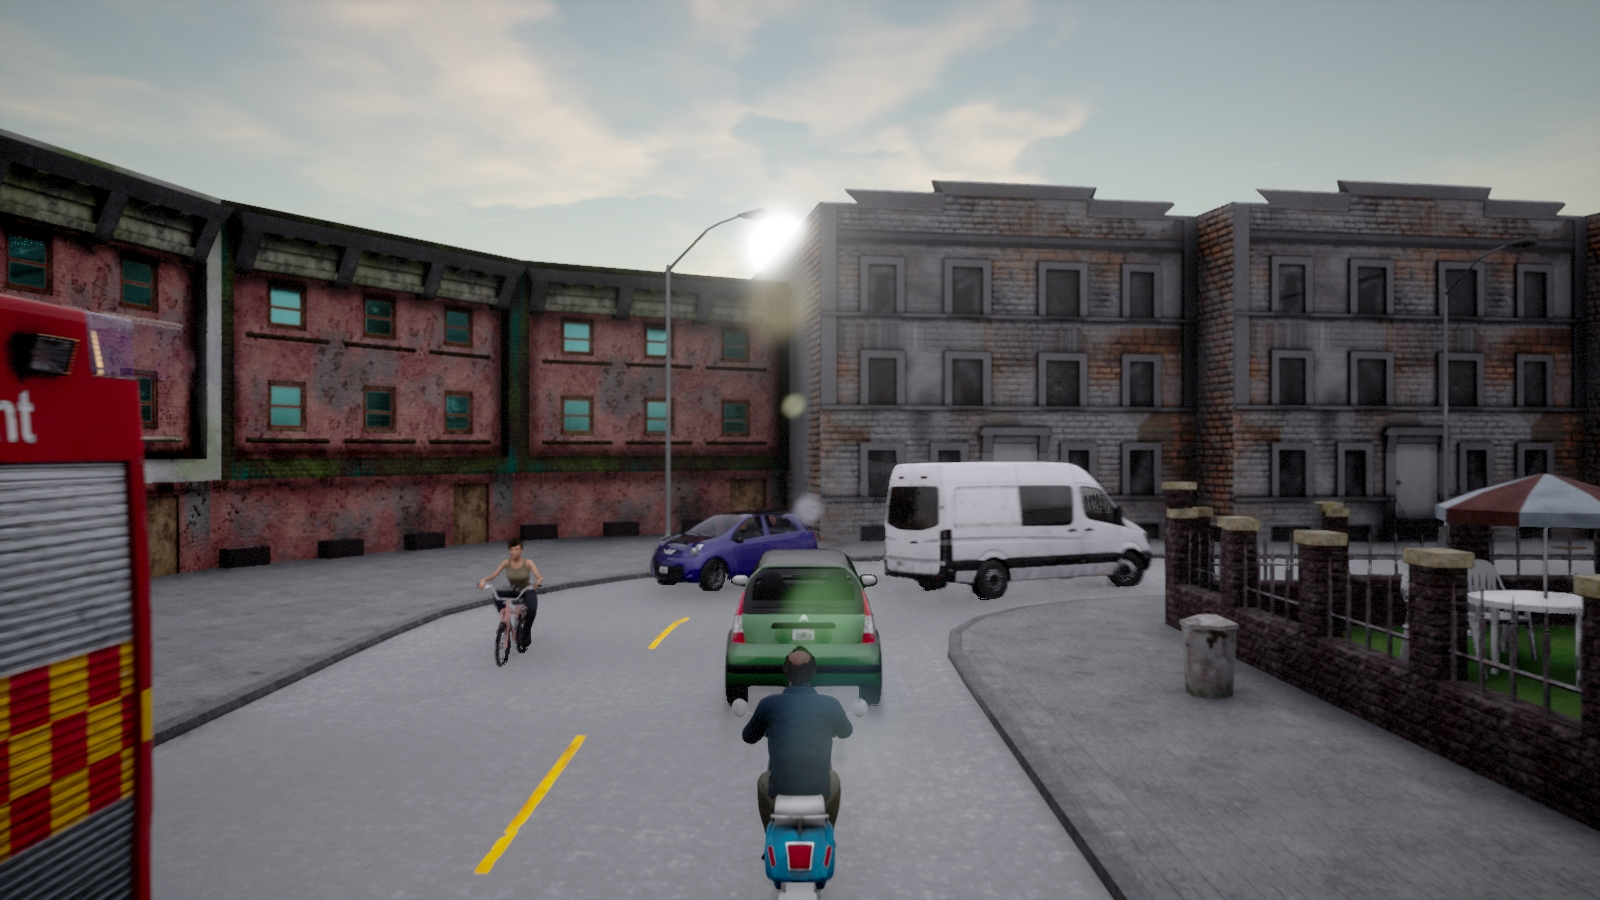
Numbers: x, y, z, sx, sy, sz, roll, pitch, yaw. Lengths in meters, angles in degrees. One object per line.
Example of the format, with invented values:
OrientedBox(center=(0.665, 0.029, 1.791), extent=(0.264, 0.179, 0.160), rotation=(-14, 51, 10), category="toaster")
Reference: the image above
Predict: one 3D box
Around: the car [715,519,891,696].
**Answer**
OrientedBox(center=(0.047, 1.775, 13.992), extent=(1.851, 1.617, 3.988), rotation=(0, 0, 0), category="car")

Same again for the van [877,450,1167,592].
OrientedBox(center=(4.562, 1.309, 23.025), extent=(5.915, 2.561, 1.988), rotation=(0, -2, -32), category="van")

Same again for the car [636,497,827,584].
OrientedBox(center=(-1.375, 1.813, 23.736), extent=(3.633, 1.501, 1.845), rotation=(0, 0, -44), category="car")

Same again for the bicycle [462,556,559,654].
OrientedBox(center=(-3.821, 2.032, 15.211), extent=(0.859, 1.080, 1.487), rotation=(1, 0, 2), category="bicycle")
